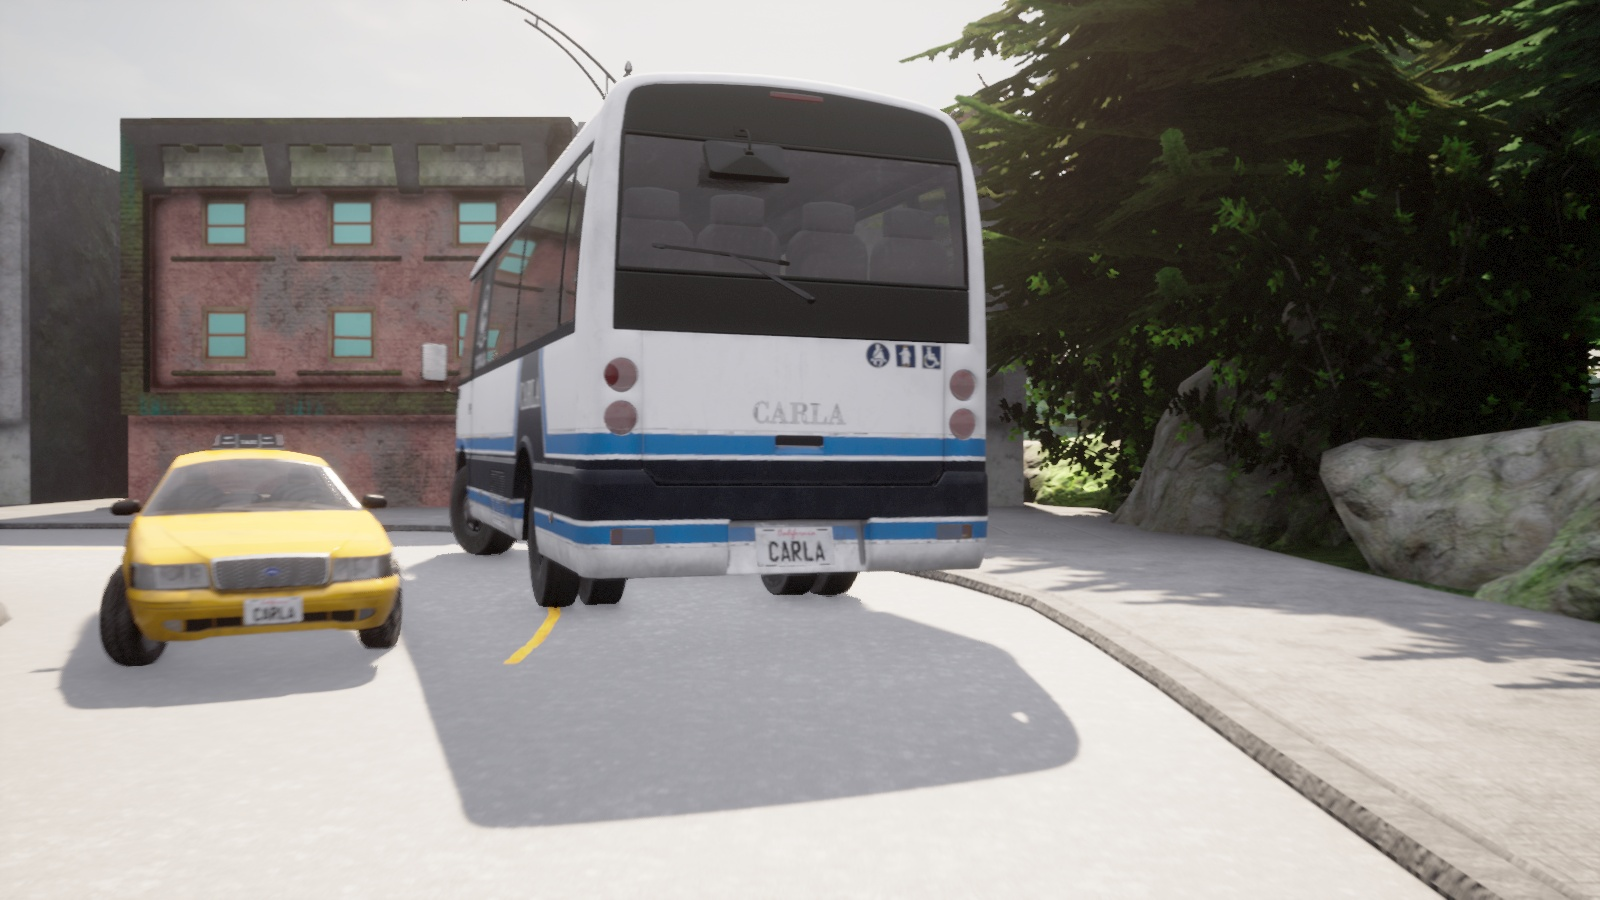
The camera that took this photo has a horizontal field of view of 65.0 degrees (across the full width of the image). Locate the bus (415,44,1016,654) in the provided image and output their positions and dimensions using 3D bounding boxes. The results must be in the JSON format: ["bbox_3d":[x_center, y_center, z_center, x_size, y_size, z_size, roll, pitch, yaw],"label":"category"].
[{"bbox_3d":[-1.939,-0.710,14.248,3.944,4.253,10.273,1,0,-21],"label":"bus"}]

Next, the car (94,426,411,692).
[{"bbox_3d":[-4.522,0.625,10.223,1.801,1.575,5.366,0,0,-26],"label":"car"}]
